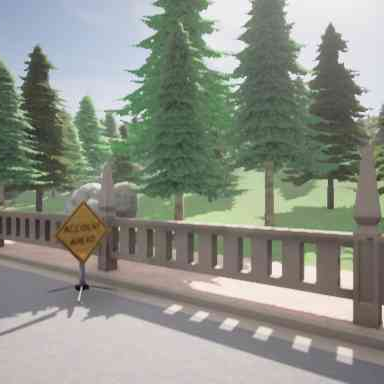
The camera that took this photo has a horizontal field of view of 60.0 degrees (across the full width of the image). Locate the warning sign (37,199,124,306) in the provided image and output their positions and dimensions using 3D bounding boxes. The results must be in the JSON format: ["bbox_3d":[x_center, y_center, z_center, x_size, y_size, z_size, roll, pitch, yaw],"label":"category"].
[{"bbox_3d":[-2.226,1.099,6.747,1.060,1.860,1.300,0,0,35],"label":"warning sign"}]
